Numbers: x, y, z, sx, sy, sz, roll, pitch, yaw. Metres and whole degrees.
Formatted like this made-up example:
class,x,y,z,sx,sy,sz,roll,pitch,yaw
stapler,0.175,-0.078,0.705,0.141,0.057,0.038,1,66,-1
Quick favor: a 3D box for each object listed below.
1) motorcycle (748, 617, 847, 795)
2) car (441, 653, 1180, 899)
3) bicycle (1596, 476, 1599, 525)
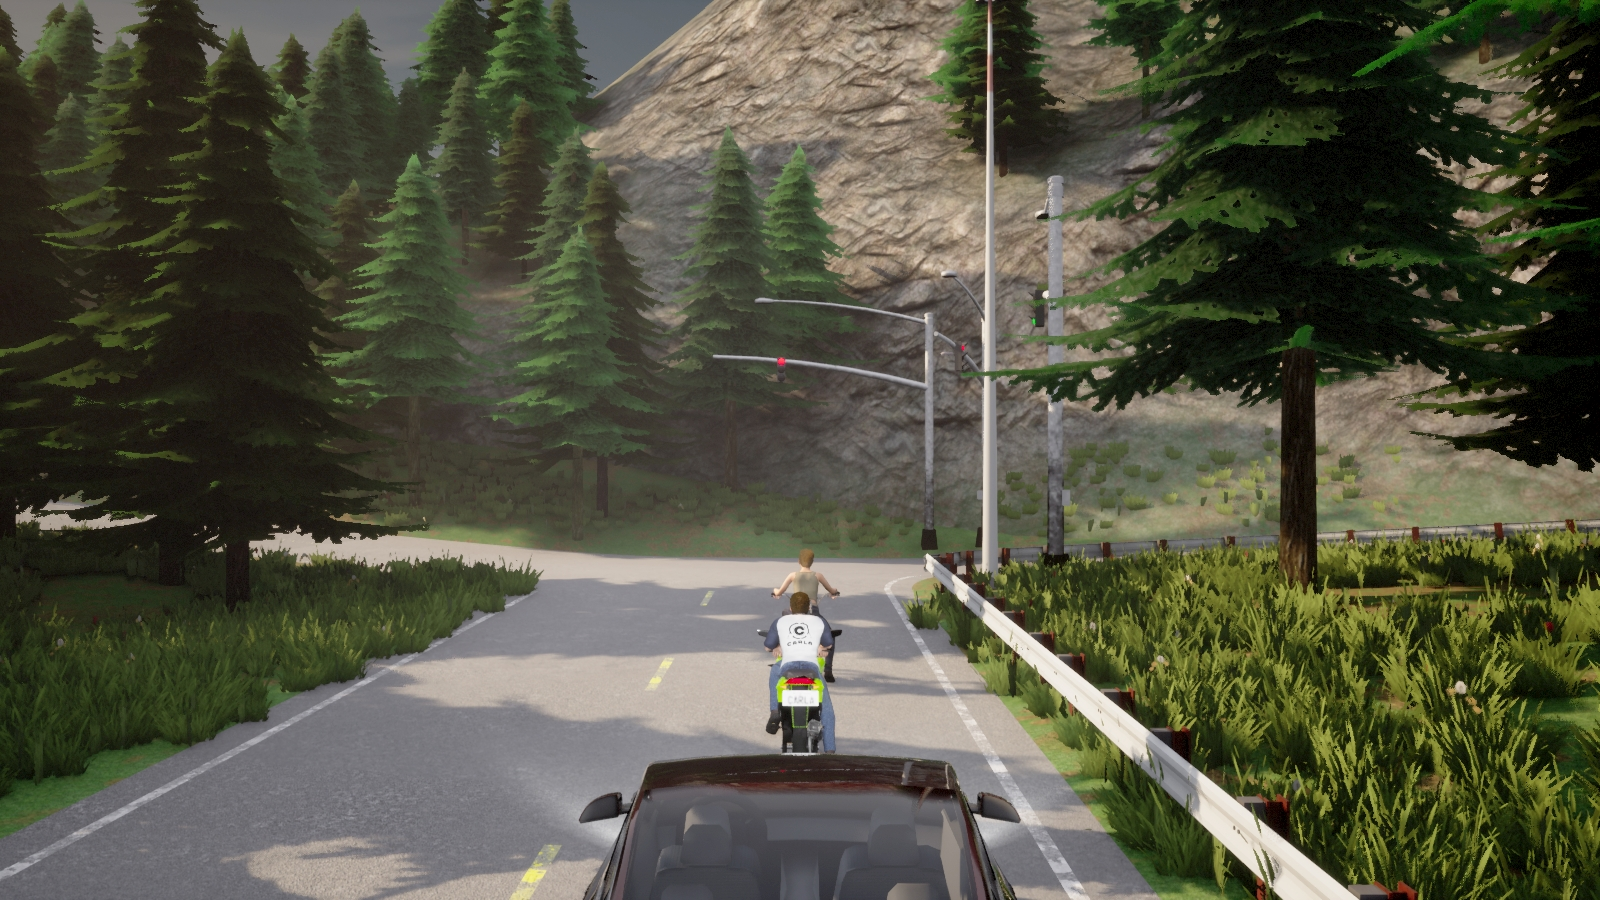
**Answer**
class,x,y,z,sx,sy,sz,roll,pitch,yaw
motorcycle,-0.020,2.213,10.238,0.803,1.145,2.033,0,0,0
car,0.029,2.063,5.012,2.163,1.488,4.792,0,0,0
bicycle,21.726,1.355,29.474,1.835,1.471,0.329,-5,-2,26
